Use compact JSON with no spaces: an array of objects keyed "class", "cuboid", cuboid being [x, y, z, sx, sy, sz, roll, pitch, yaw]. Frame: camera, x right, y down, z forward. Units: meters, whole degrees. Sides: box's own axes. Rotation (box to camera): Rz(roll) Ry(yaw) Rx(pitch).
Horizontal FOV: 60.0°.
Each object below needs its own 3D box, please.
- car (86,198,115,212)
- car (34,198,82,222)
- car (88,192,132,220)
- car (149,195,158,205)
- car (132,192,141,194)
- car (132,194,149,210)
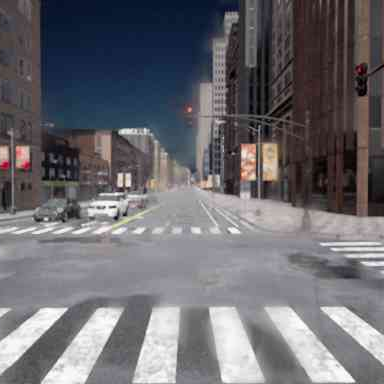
[{"class":"car","cuboid":[-9.853,1.394,36.170,1.994,1.385,4.181,0,0,0]},{"class":"car","cuboid":[-9.852,1.235,24.724,2.097,1.767,4.553,0,0,0]},{"class":"car","cuboid":[-6.593,1.096,26.775,2.150,2.045,5.566,0,0,0]},{"class":"car","cuboid":[-6.577,1.249,54.029,1.837,1.490,4.892,0,0,0]},{"class":"car","cuboid":[-9.802,0.951,56.764,2.150,2.045,5.566,0,0,0]},{"class":"car","cuboid":[-6.601,1.340,39.539,1.812,1.442,4.674,0,0,0]}]
